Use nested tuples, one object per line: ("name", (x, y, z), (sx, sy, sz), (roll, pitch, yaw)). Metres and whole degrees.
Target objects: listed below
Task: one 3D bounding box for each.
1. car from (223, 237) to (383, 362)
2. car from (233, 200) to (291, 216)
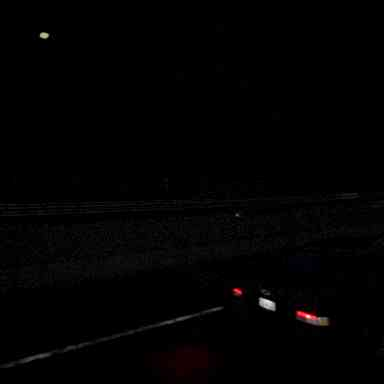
("car", (3.055, 1.537, 5.896), (5.357, 1.411, 2.033), (0, 0, -35))
("car", (5.241, 1.374, 24.721), (4.902, 1.511, 2.128), (-1, 1, -35))
